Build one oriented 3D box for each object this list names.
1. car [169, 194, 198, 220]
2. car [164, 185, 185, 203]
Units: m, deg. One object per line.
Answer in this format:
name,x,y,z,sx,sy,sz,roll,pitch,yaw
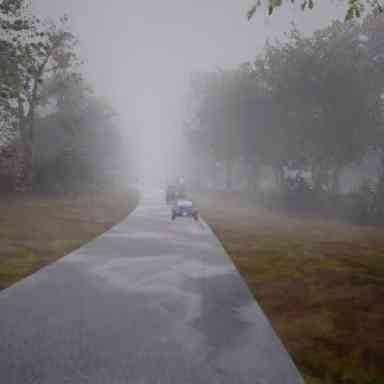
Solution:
car,-0.593,1.198,24.390,1.812,1.442,4.674,1,2,-3
car,-2.059,0.211,39.828,2.150,2.045,5.566,1,3,-7
